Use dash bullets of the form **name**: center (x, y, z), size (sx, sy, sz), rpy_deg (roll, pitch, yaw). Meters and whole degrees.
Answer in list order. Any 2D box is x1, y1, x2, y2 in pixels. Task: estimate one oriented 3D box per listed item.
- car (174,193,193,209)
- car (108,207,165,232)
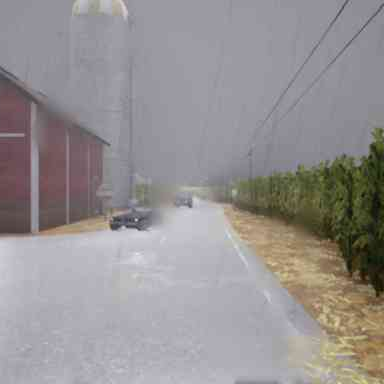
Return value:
- **car**: center (-1.076, 1.183, 45.665), size (2.150, 2.045, 5.566), rpy_deg (0, 0, 5)
- **car**: center (-3.222, 1.597, 20.198), size (1.895, 1.301, 4.718), rpy_deg (0, 0, 13)
